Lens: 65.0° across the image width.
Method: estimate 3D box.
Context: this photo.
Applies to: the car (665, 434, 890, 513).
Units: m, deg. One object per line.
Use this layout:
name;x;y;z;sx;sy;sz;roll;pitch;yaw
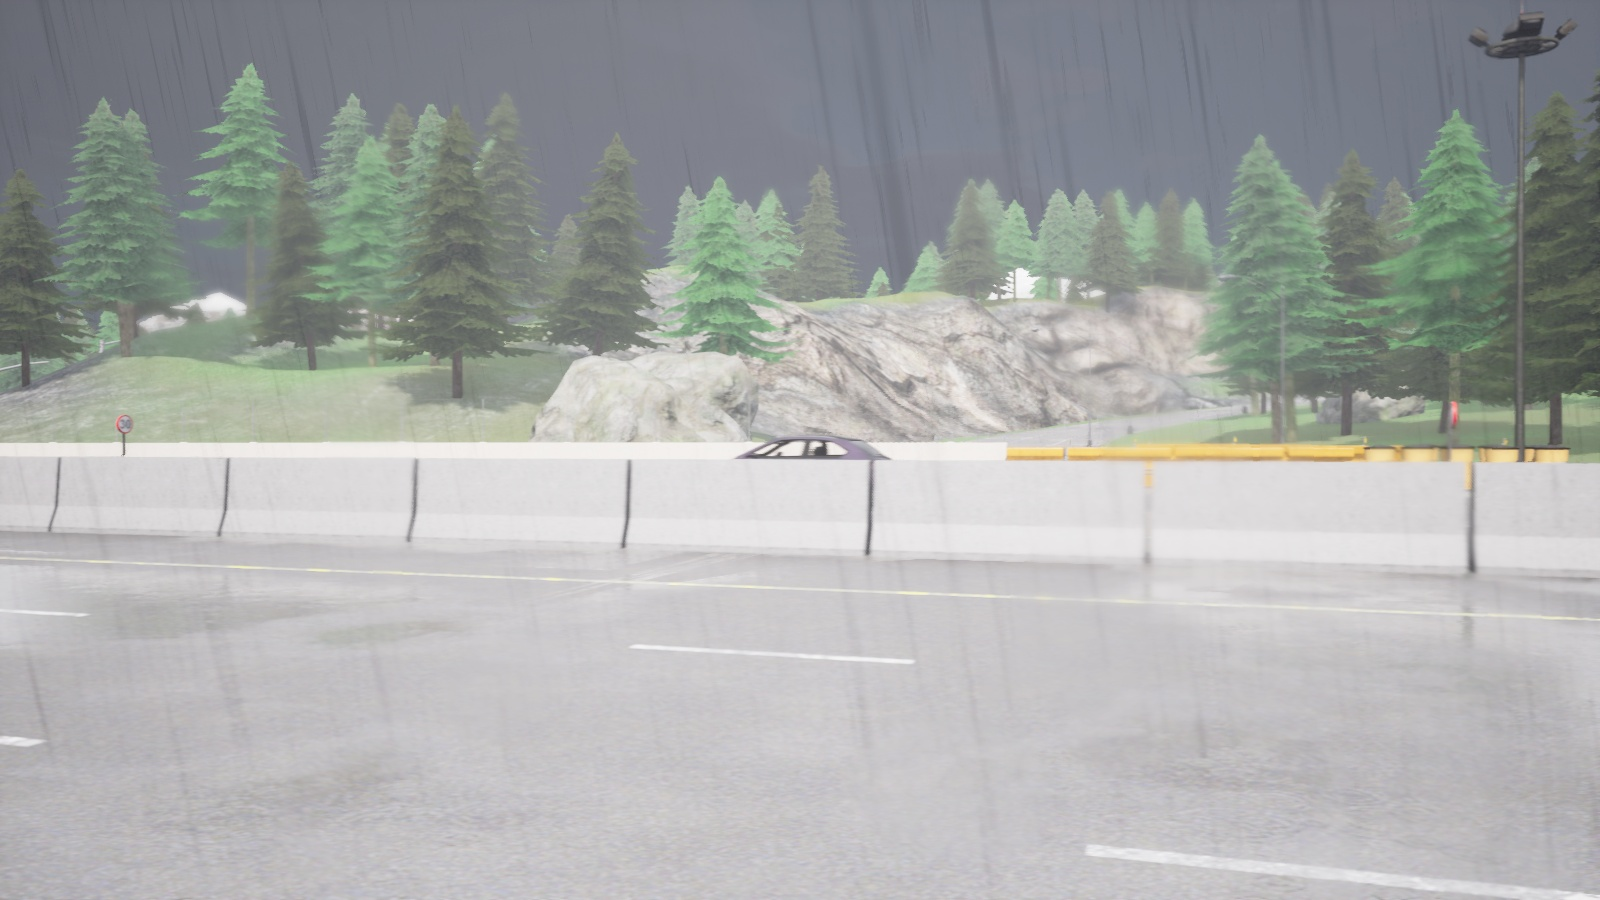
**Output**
car;-0.448;0.430;25.499;4.193;1.474;1.816;0;1;19
